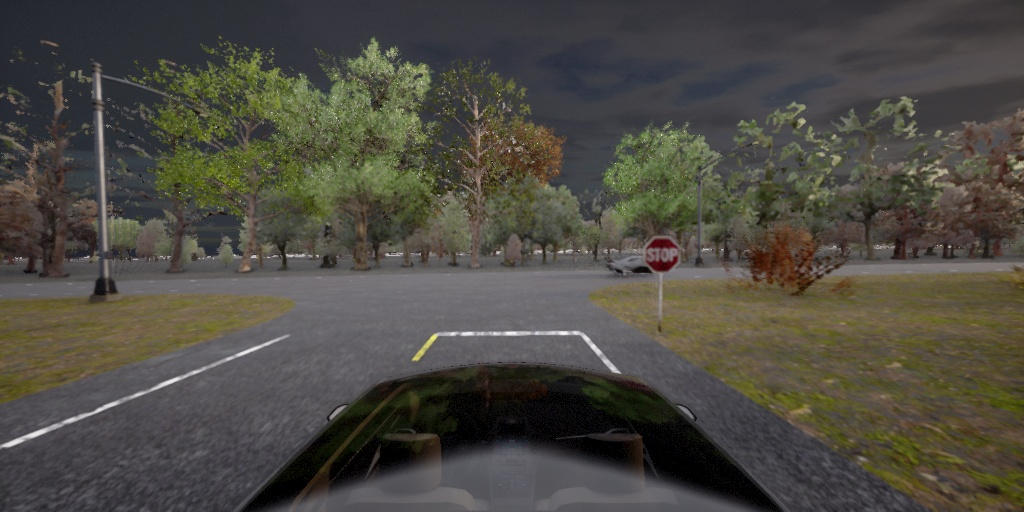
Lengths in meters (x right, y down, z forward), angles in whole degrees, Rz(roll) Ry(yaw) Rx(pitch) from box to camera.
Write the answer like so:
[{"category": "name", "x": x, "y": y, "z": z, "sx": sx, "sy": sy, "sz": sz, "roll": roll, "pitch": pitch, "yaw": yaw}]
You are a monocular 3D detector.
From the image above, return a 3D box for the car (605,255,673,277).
[{"category": "car", "x": 9.310, "y": 0.711, "z": 26.319, "sx": 4.902, "sy": 1.511, "sz": 2.128, "roll": -1, "pitch": 2, "yaw": -8}]
